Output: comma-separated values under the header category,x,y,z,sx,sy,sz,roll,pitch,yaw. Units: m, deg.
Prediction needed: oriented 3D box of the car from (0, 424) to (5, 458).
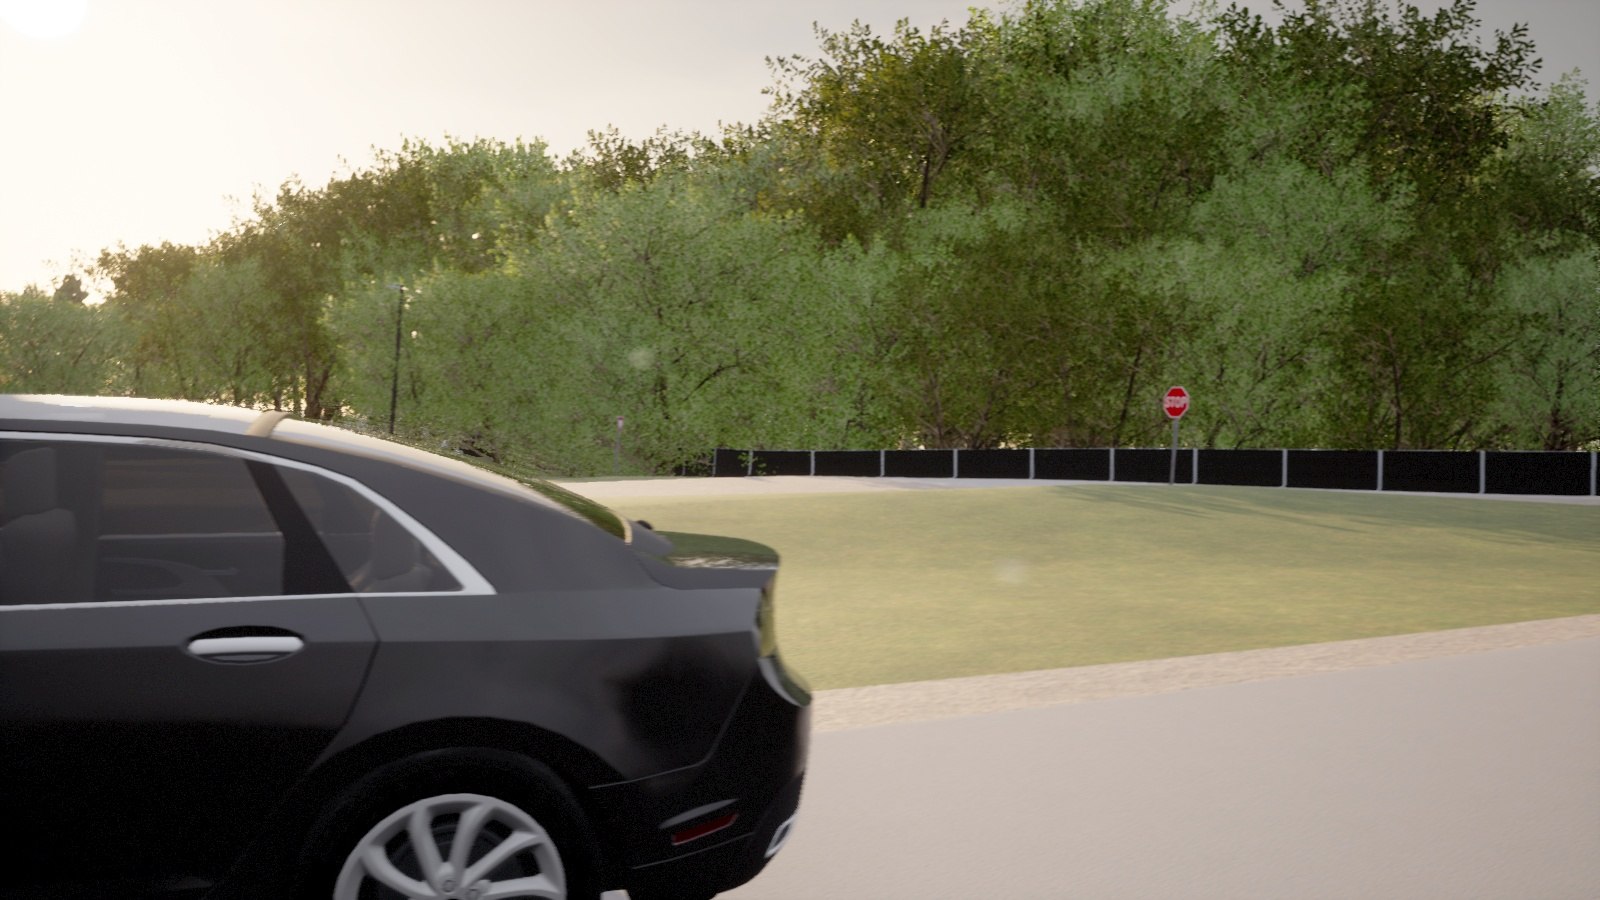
category,x,y,z,sx,sy,sz,roll,pitch,yaw
car,-41.439,-0.529,60.661,5.027,1.651,2.152,2,0,-31

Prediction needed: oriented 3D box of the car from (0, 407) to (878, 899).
category,x,y,z,sx,sy,sz,roll,pitch,yaw
car,-2.430,0.629,3.343,4.892,1.490,1.837,1,1,-17
